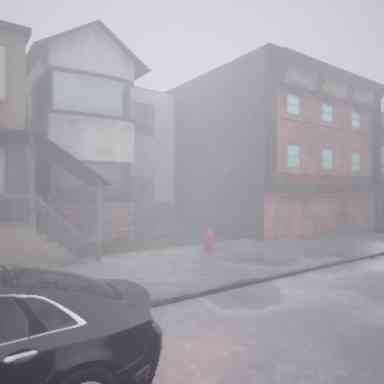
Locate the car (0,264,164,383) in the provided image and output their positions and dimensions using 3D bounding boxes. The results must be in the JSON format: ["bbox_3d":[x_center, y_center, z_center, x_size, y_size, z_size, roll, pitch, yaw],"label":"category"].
[{"bbox_3d":[-2.586,1.504,2.761,4.892,1.490,1.837,0,0,-35],"label":"car"}]
